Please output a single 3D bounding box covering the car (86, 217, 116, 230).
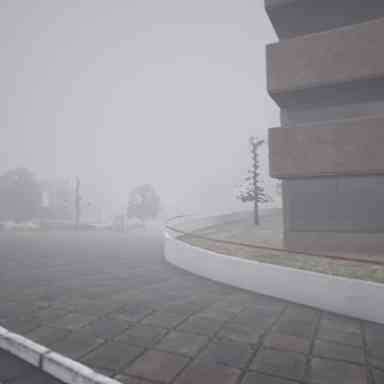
[{"bbox_3d":[-18.539,6.808,68.793,5.566,2.045,2.435,-1,-6,5],"label":"car"}]

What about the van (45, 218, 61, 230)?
[{"bbox_3d":[-24.814,5.386,55.177,4.442,1.987,1.878,-1,-6,5],"label":"van"}]

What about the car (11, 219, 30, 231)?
[{"bbox_3d":[-27.503,5.072,49.712,4.674,1.452,2.002,-1,-6,5],"label":"car"}]

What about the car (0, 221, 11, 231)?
[{"bbox_3d":[-28.773,4.781,46.978,4.674,1.452,2.002,0,-6,5],"label":"car"}]

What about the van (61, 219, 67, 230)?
[{"bbox_3d":[-23.530,5.676,57.904,4.442,1.987,1.878,-1,-6,5],"label":"van"}]

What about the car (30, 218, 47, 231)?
[{"bbox_3d":[-26.401,5.320,52.454,5.366,1.575,1.946,-1,-6,5],"label":"car"}]

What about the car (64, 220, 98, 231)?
[{"bbox_3d":[-18.652,5.923,56.304,1.895,1.301,4.718,-2,-6,25],"label":"car"}]

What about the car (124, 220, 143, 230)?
[{"bbox_3d":[-12.188,7.165,70.018,1.837,1.490,4.892,-2,-6,25],"label":"car"}]

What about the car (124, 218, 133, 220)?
[{"bbox_3d":[-18.559,8.701,90.485,2.163,1.488,4.792,0,1,10],"label":"car"}]
